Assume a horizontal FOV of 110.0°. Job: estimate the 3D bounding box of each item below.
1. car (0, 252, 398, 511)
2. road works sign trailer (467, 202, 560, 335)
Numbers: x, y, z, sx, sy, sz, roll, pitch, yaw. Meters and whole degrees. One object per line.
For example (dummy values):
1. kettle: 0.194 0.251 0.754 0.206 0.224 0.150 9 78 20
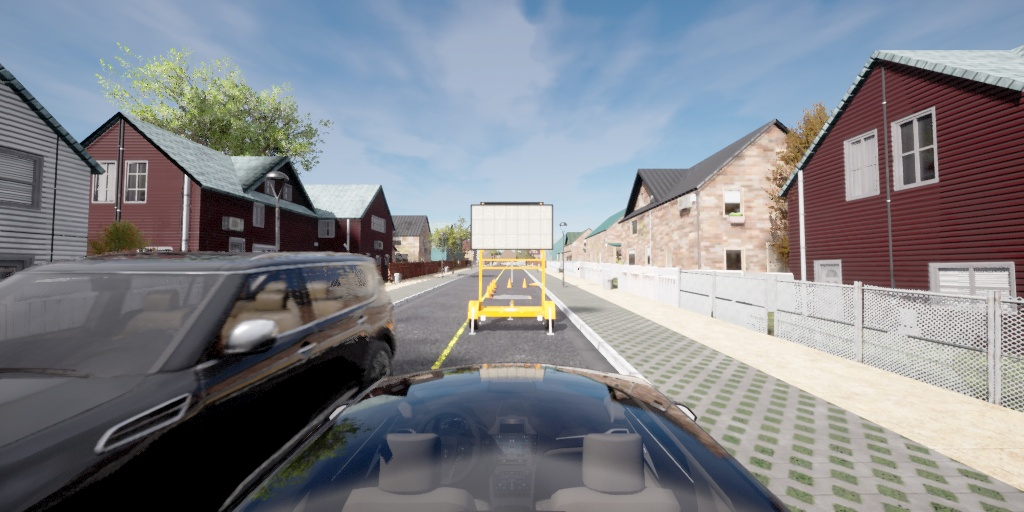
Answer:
1. car: -2.749 0.972 3.100 2.150 2.045 5.566 0 0 0
2. road works sign trailer: -0.001 0.227 10.551 2.380 3.560 2.880 0 0 1
